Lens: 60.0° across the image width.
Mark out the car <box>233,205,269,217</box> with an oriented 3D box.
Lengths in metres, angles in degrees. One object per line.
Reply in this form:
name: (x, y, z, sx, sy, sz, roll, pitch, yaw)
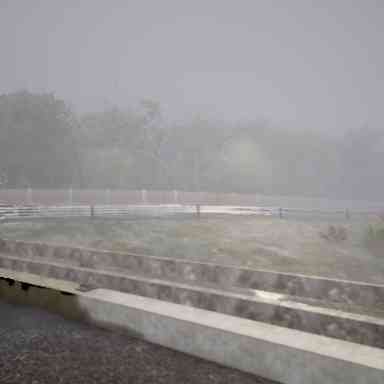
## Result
car: (7.598, 2.382, 42.931, 5.008, 1.535, 1.882, 3, -2, -24)
